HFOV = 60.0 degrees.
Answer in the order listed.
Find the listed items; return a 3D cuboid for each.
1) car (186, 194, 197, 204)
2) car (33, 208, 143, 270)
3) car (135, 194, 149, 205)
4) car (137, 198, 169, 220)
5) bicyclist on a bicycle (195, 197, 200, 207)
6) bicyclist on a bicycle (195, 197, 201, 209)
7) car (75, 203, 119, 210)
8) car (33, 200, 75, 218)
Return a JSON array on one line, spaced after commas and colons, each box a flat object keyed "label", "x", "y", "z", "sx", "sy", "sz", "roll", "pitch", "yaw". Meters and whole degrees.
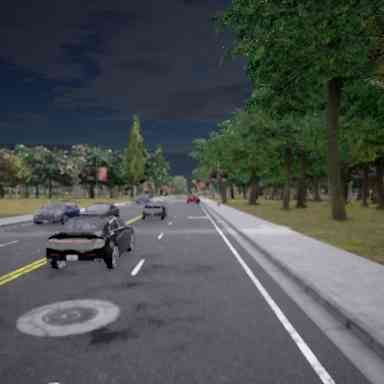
[{"label": "car", "x": -0.019, "y": 1.450, "z": 71.976, "sx": 2.150, "sy": 2.045, "sz": 5.566, "roll": 0, "pitch": 0, "yaw": 0}, {"label": "car", "x": -3.152, "y": 1.522, "z": 11.166, "sx": 2.128, "sy": 1.511, "sz": 4.902, "roll": 0, "pitch": 0, "yaw": 0}, {"label": "car", "x": -9.774, "y": 1.434, "z": 66.058, "sx": 2.150, "sy": 2.045, "sz": 5.566, "roll": 0, "pitch": 0, "yaw": 0}, {"label": "car", "x": -3.157, "y": 1.576, "z": 29.123, "sx": 2.128, "sy": 1.511, "sz": 4.902, "roll": 0, "pitch": 0, "yaw": 0}, {"label": "bicyclist on a bicycle", "x": 0.894, "y": 1.607, "z": 55.177, "sx": 0.866, "sy": 1.612, "sz": 1.509, "roll": 0, "pitch": 0, "yaw": 0}, {"label": "bicyclist on a bicycle", "x": 0.881, "y": 1.510, "z": 45.821, "sx": 0.659, "sy": 1.776, "sz": 1.843, "roll": 0, "pitch": 0, "yaw": 0}, {"label": "car", "x": -6.604, "y": 1.547, "z": 24.417, "sx": 1.882, "sy": 1.535, "sz": 5.008, "roll": 0, "pitch": 0, "yaw": 0}, {"label": "car", "x": -9.854, "y": 1.422, "z": 24.619, "sx": 2.097, "sy": 1.767, "sz": 4.553, "roll": 0, "pitch": 0, "yaw": 0}]
